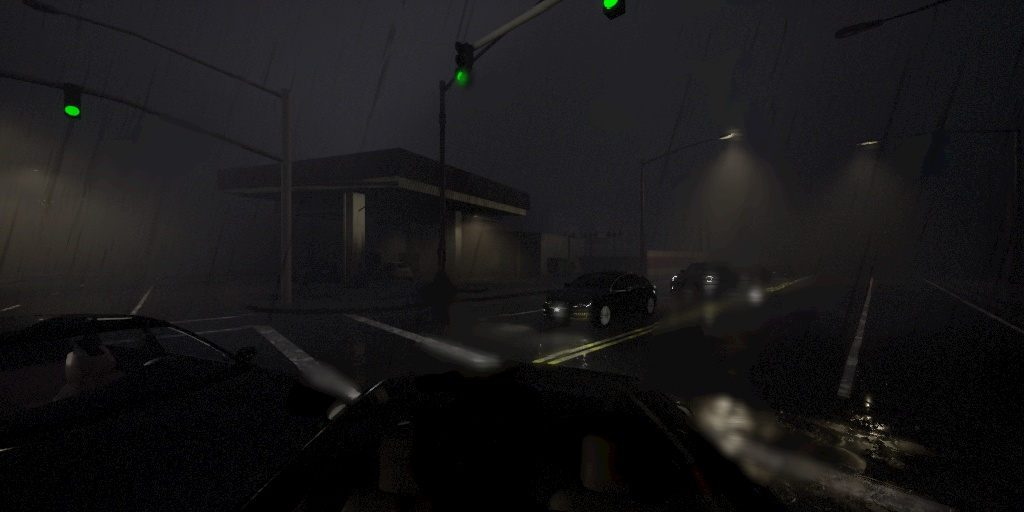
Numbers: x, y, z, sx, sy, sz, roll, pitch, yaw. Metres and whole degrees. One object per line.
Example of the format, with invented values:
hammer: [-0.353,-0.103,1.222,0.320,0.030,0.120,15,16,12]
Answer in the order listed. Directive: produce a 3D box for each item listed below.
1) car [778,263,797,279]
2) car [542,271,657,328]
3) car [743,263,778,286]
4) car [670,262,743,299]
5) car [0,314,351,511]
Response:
car: [24.092,1.314,32.185,4.181,1.385,1.994,0,0,-44]
car: [2.993,1.255,11.579,4.892,1.490,1.837,0,0,-45]
car: [16.890,1.314,25.201,1.994,1.385,4.181,0,0,45]
car: [9.897,1.102,18.358,4.553,1.767,2.097,0,0,-44]
car: [-3.396,1.242,2.622,4.902,1.511,2.128,0,0,15]
